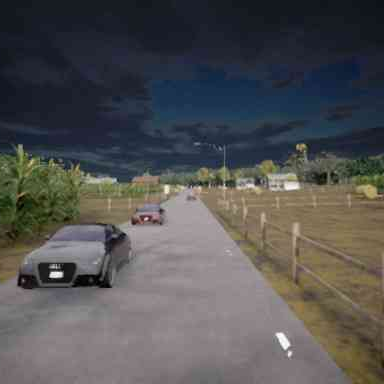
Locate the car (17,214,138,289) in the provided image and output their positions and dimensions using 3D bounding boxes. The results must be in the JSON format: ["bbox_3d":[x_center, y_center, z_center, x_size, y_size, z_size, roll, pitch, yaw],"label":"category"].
[{"bbox_3d":[-2.862,1.533,8.977,1.994,1.385,4.181,0,0,-1],"label":"car"}]

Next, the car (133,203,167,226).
[{"bbox_3d":[-2.814,1.453,22.402,1.994,1.385,4.181,0,0,0],"label":"car"}]

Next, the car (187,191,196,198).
[{"bbox_3d":[-0.099,0.605,74.639,1.882,1.535,5.008,0,1,0],"label":"car"}]

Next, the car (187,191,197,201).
[{"bbox_3d":[-0.085,0.961,64.557,1.812,1.442,4.674,0,1,0],"label":"car"}]
